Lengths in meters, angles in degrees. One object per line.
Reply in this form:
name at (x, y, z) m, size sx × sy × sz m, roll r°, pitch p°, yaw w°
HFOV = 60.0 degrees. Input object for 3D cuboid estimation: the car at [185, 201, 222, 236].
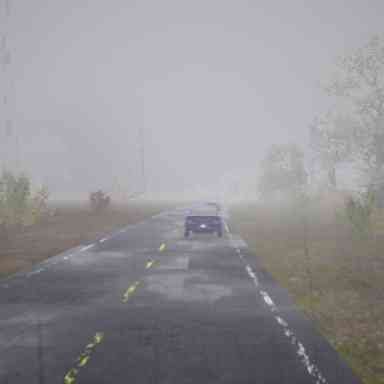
car at (0.661, 1.475, 18.360) m, size 1.882 × 1.535 × 5.008 m, roll 0°, pitch 0°, yaw 3°

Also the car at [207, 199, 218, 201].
car at (2.403, 1.517, 39.331) m, size 1.812 × 1.442 × 4.674 m, roll 0°, pitch 0°, yaw 6°
